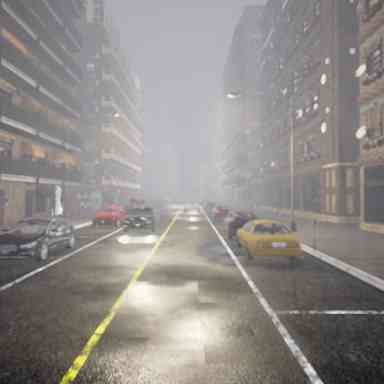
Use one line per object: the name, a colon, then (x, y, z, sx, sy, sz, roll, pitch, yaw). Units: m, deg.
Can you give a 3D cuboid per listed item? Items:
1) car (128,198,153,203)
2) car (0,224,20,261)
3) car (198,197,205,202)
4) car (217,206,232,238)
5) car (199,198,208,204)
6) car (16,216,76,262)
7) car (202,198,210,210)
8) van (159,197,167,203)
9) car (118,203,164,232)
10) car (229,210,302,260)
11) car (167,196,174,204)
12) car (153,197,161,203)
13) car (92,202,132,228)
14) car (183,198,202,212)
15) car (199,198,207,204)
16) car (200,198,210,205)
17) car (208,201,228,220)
car: (-5.741, 1.520, 34.910, 2.192, 1.841, 5.009, 0, 0, 0)
car: (-5.700, 1.592, 6.726, 2.008, 1.369, 4.403, 0, 0, 0)
car: (2.552, 2.079, 91.279, 1.887, 1.381, 4.507, 0, 0, 0)
car: (2.664, 1.672, 18.008, 1.947, 1.339, 4.313, 0, 0, 0)
car: (2.579, 1.979, 74.369, 1.887, 1.381, 4.507, 0, 0, 0)
car: (-5.709, 1.624, 12.363, 2.008, 1.369, 4.403, 0, 0, 0)
car: (2.622, 1.852, 46.188, 1.802, 1.307, 4.206, 0, 0, 0)
van: (-5.775, 1.677, 57.454, 1.690, 1.788, 3.998, 0, 0, 0)
car: (-3.038, 1.634, 20.937, 1.837, 1.490, 4.892, 0, -1, 0)
car: (2.673, 1.599, 12.541, 1.752, 1.417, 4.829, 0, 0, 0)
car: (-5.802, 1.986, 74.360, 2.008, 1.369, 4.403, 0, 0, 0)
car: (-5.758, 1.795, 46.010, 1.752, 1.417, 4.829, 0, 0, 0)
car: (-5.725, 1.684, 23.635, 1.887, 1.381, 4.507, 0, 0, 0)
car: (0.031, 1.773, 42.086, 1.812, 1.442, 4.674, 0, -1, 1)
car: (2.570, 2.049, 80.005, 1.802, 1.307, 4.206, 0, 0, 0)
car: (2.587, 1.967, 68.733, 1.947, 1.339, 4.313, 0, 0, 0)
car: (2.647, 1.753, 29.280, 1.802, 1.307, 4.206, 0, 0, 0)
